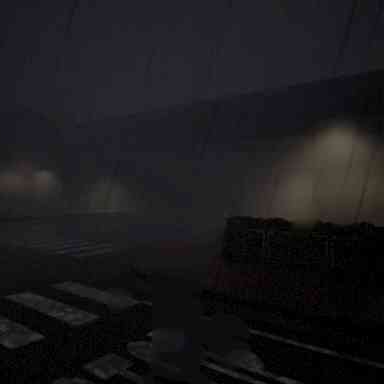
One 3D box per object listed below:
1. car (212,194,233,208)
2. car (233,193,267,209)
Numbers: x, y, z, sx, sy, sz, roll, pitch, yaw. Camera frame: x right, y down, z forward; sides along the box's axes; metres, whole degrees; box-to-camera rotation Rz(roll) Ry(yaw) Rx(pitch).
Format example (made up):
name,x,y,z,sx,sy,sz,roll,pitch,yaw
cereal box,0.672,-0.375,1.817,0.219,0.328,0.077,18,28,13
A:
name,x,y,z,sx,sy,sz,roll,pitch,yaw
car,4.602,1.217,44.672,2.097,1.767,4.553,0,0,36
car,7.916,1.107,43.286,2.150,2.045,5.566,0,0,36
